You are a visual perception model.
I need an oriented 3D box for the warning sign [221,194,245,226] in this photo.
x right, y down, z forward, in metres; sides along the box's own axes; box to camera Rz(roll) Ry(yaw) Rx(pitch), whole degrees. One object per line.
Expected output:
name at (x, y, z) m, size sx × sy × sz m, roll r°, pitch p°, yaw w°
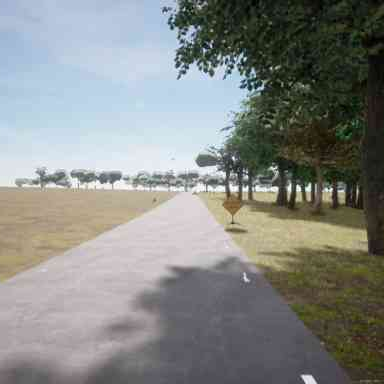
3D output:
warning sign at (2.444, 1.052, 19.913) m, size 1.300 × 1.860 × 1.060 m, roll 0°, pitch 0°, yaw 0°
